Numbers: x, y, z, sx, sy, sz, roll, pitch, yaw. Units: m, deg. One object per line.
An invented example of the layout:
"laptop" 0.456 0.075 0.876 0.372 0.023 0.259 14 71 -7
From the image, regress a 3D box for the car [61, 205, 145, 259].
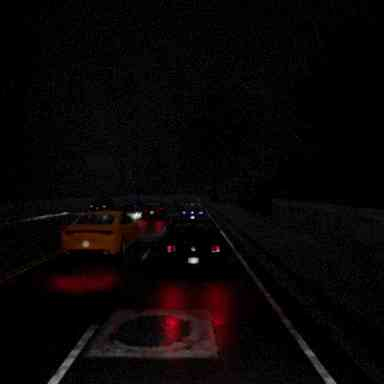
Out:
"car" -3.181 1.440 12.463 1.882 1.535 5.008 0 -1 0

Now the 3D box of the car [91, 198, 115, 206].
"car" -9.851 1.405 36.975 1.837 1.490 4.892 0 1 0

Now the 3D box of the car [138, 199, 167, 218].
"car" -3.178 1.445 28.697 1.812 1.442 4.674 0 0 0

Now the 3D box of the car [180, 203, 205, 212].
"car" 0.059 1.525 26.264 1.895 1.301 4.718 0 0 0

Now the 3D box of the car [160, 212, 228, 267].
"car" 0.060 1.566 11.244 1.895 1.301 4.718 0 0 0

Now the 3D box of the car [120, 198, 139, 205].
"car" -6.602 1.382 36.473 1.882 1.535 5.008 0 1 0
